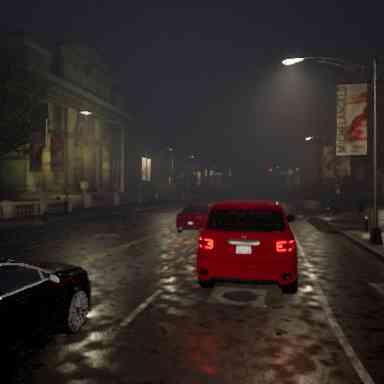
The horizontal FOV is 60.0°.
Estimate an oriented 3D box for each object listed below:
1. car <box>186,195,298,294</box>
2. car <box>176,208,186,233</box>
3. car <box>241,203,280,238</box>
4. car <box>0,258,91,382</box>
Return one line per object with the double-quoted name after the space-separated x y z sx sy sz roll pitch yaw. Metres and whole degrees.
1.602 1.216 9.084 2.150 2.045 5.566 0 0 13 "car"
0.541 1.467 19.455 1.882 1.535 5.008 0 0 14 "car"
3.962 1.467 18.744 1.882 1.535 5.008 0 0 14 "car"
-2.852 1.490 3.906 2.128 1.511 4.902 0 0 6 "car"
